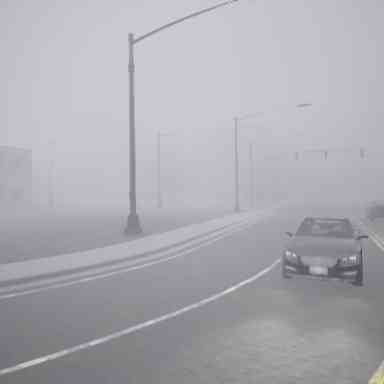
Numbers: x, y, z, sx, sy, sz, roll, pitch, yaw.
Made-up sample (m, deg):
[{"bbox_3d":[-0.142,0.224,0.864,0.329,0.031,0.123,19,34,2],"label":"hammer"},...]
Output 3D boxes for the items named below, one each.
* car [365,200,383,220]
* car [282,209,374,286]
[{"bbox_3d":[14.544,1.346,25.517,1.882,1.535,5.008,-1,0,22],"label":"car"},{"bbox_3d":[3.881,1.467,9.562,2.128,1.511,4.902,-1,0,26],"label":"car"}]
